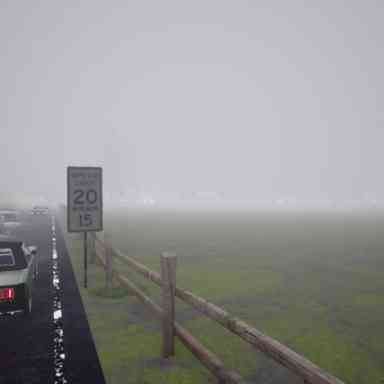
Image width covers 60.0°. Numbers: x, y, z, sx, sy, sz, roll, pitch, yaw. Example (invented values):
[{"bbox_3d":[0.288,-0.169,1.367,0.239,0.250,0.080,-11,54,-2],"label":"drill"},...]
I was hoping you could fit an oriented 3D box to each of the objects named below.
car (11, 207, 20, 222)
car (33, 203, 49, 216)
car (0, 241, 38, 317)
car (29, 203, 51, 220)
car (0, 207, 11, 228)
[{"bbox_3d":[-18.054,2.159,32.400,1.994,1.385,4.181,0,-1,-22],"label":"car"},{"bbox_3d":[-20.097,2.289,44.497,1.837,1.490,4.892,0,-1,-23],"label":"car"},{"bbox_3d":[-4.439,1.723,7.249,1.895,1.301,4.718,0,-1,-23],"label":"car"},{"bbox_3d":[-16.137,2.164,35.197,2.033,1.411,5.357,0,-1,-22],"label":"car"},{"bbox_3d":[-14.196,1.979,23.124,2.033,1.411,5.357,0,-1,-23],"label":"car"}]
